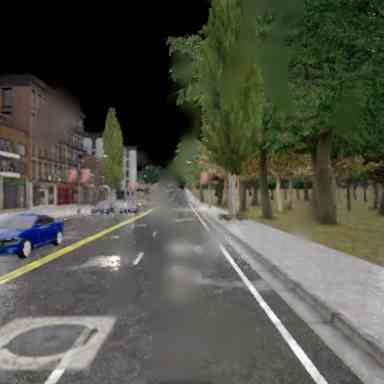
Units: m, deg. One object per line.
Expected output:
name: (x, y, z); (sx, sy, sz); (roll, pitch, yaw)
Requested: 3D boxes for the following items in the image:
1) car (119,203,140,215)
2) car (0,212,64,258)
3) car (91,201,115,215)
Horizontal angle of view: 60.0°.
car: (-7.546, 2.035, 40.591); (1.994, 1.385, 4.181); (0, -1, -2)
car: (-6.888, 1.640, 13.611); (1.882, 1.535, 5.008); (0, -1, -1)
car: (-10.796, 1.841, 40.537); (2.097, 1.767, 4.553); (0, -1, -2)
